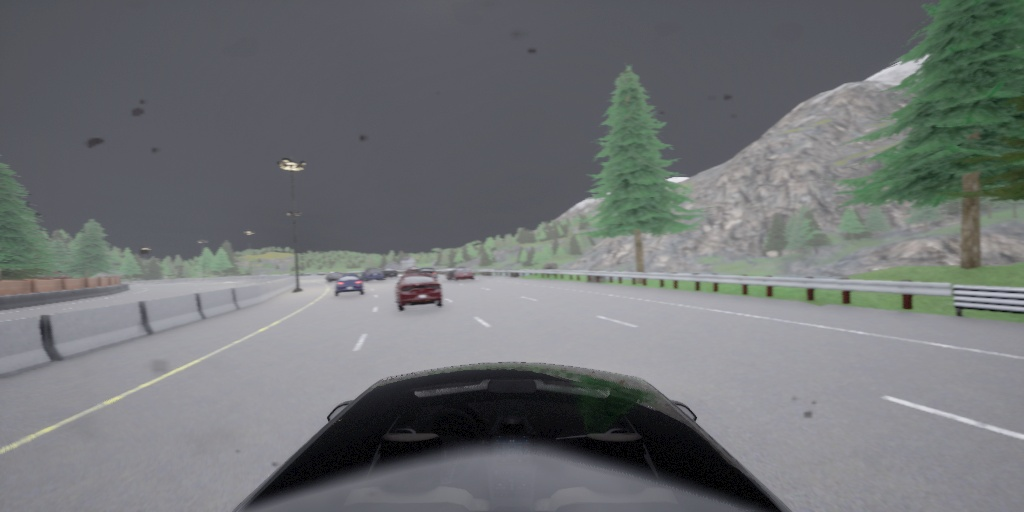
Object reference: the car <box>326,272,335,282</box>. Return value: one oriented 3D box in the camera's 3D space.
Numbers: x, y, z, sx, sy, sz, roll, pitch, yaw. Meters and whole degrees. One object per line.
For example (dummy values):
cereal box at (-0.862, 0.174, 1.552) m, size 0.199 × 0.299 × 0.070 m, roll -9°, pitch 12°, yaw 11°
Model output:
car at (-25.769, 3.042, 52.093) m, size 1.994 × 1.385 × 4.181 m, roll -3°, pitch -1°, yaw -33°

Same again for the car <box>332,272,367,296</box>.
car at (-12.088, 2.096, 26.719) m, size 1.812 × 1.442 × 4.674 m, roll -3°, pitch -1°, yaw -24°

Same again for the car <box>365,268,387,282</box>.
car at (-18.054, 2.375, 46.239) m, size 2.097 × 1.767 × 4.553 m, roll -3°, pitch 0°, yaw -30°

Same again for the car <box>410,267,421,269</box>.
car at (-8.857, 1.965, 36.460) m, size 1.837 × 1.490 × 4.892 m, roll -2°, pitch -1°, yaw -26°

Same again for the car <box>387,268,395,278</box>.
car at (-18.780, 2.595, 54.222) m, size 1.882 × 1.535 × 5.008 m, roll -2°, pitch -1°, yaw -33°

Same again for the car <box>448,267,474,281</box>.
car at (-5.469, 1.850, 37.456) m, size 1.994 × 1.385 × 4.181 m, roll -3°, pitch -1°, yaw -26°

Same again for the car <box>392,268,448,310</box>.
car at (-4.559, 1.578, 17.199) m, size 1.882 × 1.535 × 5.008 m, roll -2°, pitch 0°, yaw -20°
